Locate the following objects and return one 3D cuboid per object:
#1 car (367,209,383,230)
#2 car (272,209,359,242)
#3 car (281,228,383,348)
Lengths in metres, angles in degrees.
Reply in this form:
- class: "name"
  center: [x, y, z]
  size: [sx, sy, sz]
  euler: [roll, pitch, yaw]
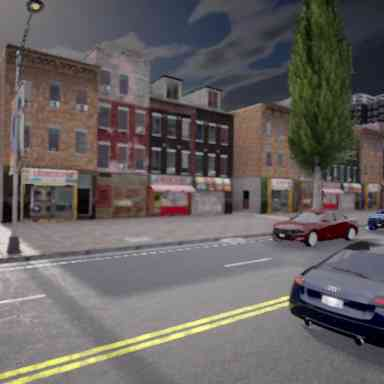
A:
- class: "car"
  center: [12.990, 1.643, 20.917]
  size: [5.008, 1.535, 1.882]
  euler: [0, 0, -35]
- class: "car"
  center: [5.910, 1.608, 15.760]
  size: [5.008, 1.535, 1.882]
  euler: [1, 0, -35]
- class: "car"
  center: [3.708, 1.607, 6.084]
  size: [4.181, 1.385, 1.994]
  euler: [0, 0, -35]
